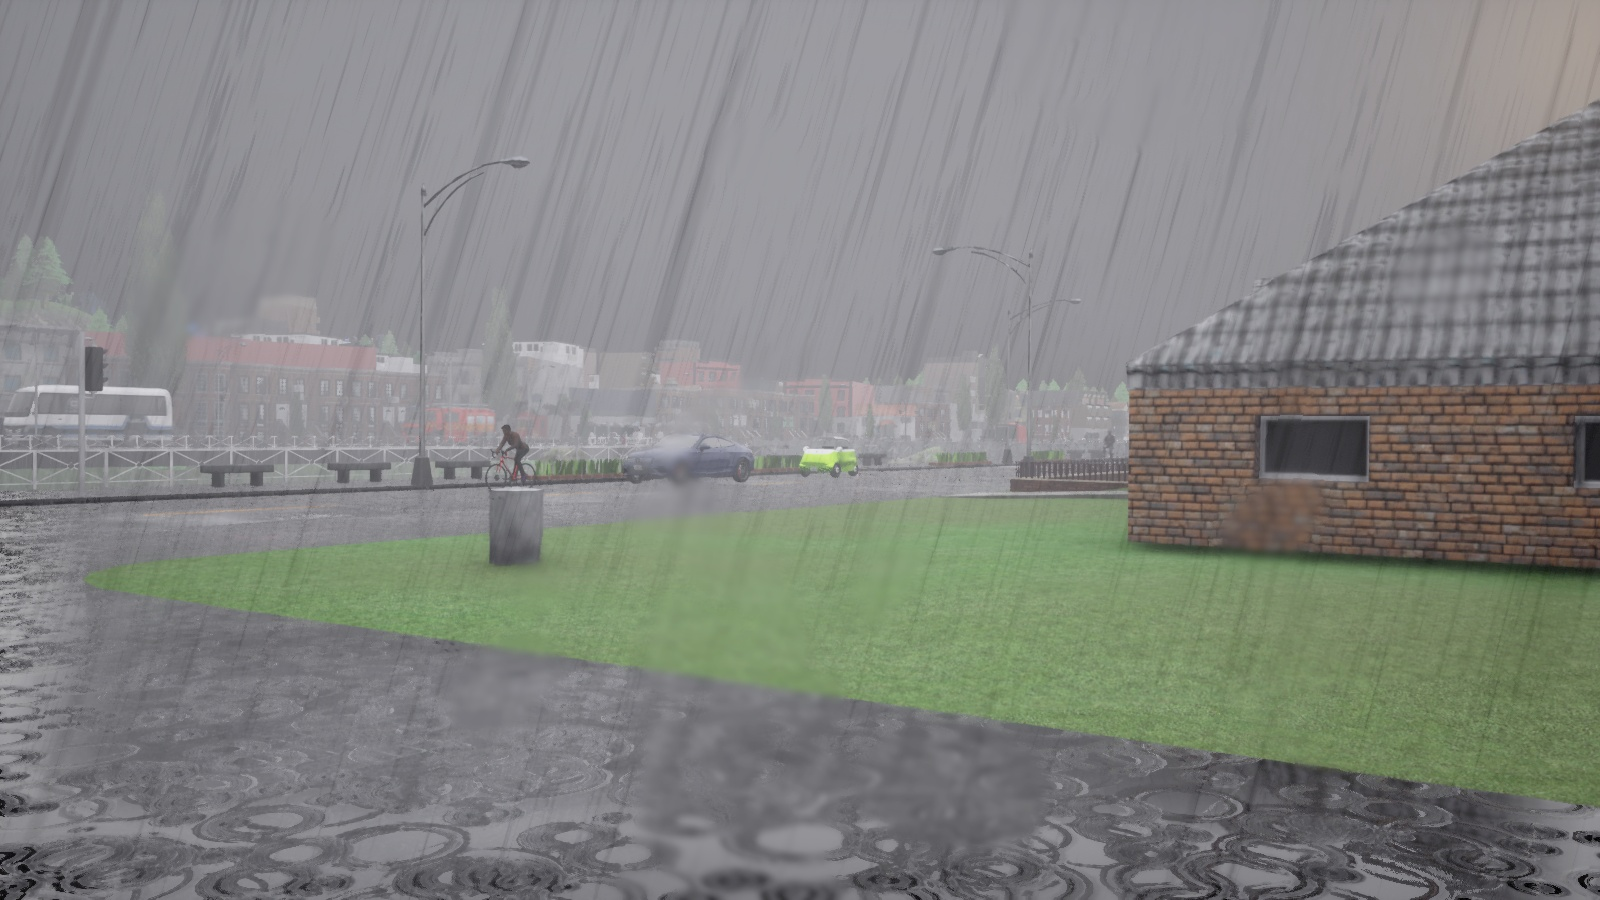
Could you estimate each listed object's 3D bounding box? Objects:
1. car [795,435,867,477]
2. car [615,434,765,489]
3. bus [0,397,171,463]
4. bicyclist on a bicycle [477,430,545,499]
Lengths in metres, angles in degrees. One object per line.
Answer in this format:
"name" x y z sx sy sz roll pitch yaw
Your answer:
"car" 1.065 0.192 42.805 1.481 1.376 2.207 0 1 34
"car" -3.120 0.287 36.502 1.812 1.442 4.674 0 1 34
"bus" -49.145 -1.373 85.880 3.944 4.253 10.273 0 1 34
"bicyclist on a bicycle" -7.035 0.330 30.608 0.582 1.620 1.656 0 1 34
